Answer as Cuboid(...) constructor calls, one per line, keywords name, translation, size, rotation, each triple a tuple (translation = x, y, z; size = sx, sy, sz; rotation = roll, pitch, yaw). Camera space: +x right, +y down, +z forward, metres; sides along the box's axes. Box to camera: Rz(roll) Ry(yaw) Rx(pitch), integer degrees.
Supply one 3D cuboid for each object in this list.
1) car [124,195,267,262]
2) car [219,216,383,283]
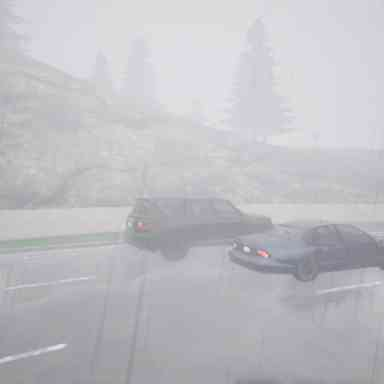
Cuboid(name="car", translation=(0.412, 1.140, 11.886), size=(5.566, 2.045, 2.150), rotation=(0, 0, -27))
Cuboid(name="car", translation=(3.688, 1.508, 9.394), size=(5.357, 1.411, 2.033), rotation=(0, 0, -23))
